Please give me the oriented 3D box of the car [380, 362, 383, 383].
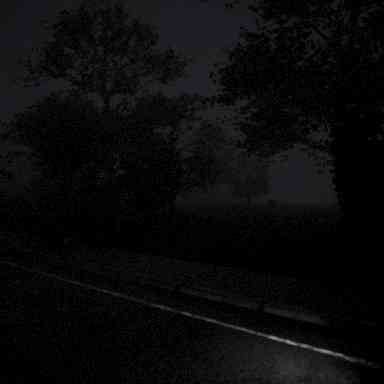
[{"bbox_3d":[3.519,1.532,1.529,4.674,1.442,1.812,0,0,35],"label":"car"}]
